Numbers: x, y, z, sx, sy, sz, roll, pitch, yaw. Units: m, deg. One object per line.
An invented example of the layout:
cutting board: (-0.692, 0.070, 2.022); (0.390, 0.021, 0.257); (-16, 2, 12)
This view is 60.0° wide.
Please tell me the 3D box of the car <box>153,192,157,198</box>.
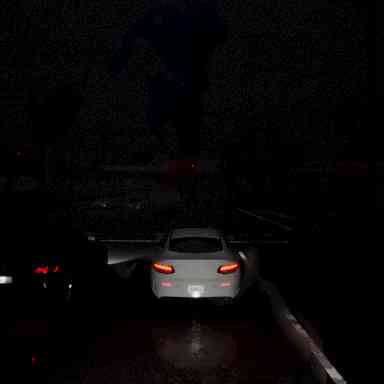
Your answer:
car: (-10.545, 0.798, 88.595); (1.882, 1.535, 5.008); (0, 1, 0)

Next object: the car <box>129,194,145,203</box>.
car: (-10.589, 1.386, 62.709); (1.895, 1.301, 4.718); (0, 1, 0)

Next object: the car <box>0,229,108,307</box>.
car: (-3.423, 1.564, 8.043); (1.994, 1.385, 4.181); (0, 0, 0)

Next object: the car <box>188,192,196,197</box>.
car: (-0.049, 0.748, 94.578); (2.033, 1.411, 5.357); (0, 1, 0)

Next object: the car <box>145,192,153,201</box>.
car: (-10.538, 1.178, 73.599); (1.994, 1.385, 4.181); (0, 1, 0)

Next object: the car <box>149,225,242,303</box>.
car: (0.077, 1.526, 8.090); (1.812, 1.442, 4.674); (0, 0, 0)

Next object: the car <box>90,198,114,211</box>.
car: (-10.620, 1.504, 39.564); (1.812, 1.442, 4.674); (0, 0, 0)

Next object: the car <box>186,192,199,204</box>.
car: (0.072, 1.047, 59.272); (2.150, 2.045, 5.566); (0, 1, 0)

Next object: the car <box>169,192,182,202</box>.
car: (-3.447, 1.273, 65.804); (1.812, 1.442, 4.674); (0, 1, 0)
